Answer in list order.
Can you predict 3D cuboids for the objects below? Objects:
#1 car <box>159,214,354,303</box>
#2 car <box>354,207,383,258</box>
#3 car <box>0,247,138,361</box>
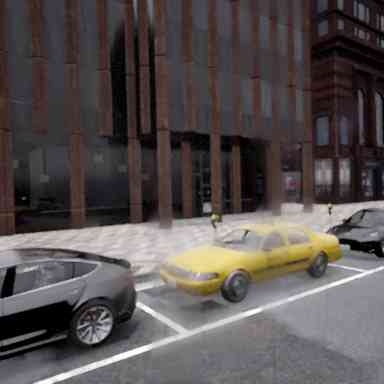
[{"bbox_3d":[1.575,1.345,7.775,4.829,1.417,1.752,-2,1,-35],"label":"car"},{"bbox_3d":[6.300,1.203,11.146,4.313,1.339,1.947,-2,1,-35],"label":"car"},{"bbox_3d":[-2.872,1.559,4.602,4.313,1.339,1.947,-2,1,-35],"label":"car"}]
